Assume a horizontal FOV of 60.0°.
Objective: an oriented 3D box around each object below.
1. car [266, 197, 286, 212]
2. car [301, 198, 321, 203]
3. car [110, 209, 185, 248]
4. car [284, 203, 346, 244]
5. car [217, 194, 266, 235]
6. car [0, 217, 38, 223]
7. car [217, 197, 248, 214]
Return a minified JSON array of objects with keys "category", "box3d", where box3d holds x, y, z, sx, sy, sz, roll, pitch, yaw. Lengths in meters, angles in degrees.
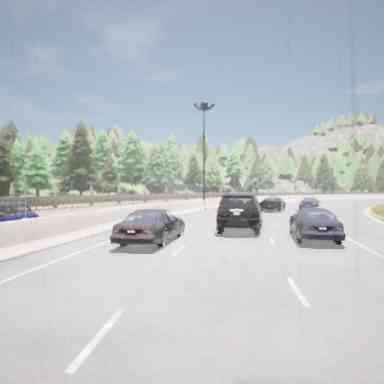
[{"category":"car","box3d":[8.761,1.260,35.378,1.882,1.535,5.008,0,0,25]},{"category":"car","box3d":[12.539,1.310,35.216,1.812,1.442,4.674,0,0,25]},{"category":"car","box3d":[-1.700,1.457,14.387,2.033,1.411,5.357,0,0,11]},{"category":"car","box3d":[5.606,1.453,15.330,2.033,1.411,5.357,0,0,12]},{"category":"car","box3d":[2.743,1.108,18.329,2.150,2.045,5.566,0,0,14]},{"category":"car","box3d":[-8.871,1.259,14.640,2.097,1.767,4.553,0,0,11]},{"category":"car","box3d":[4.206,1.296,33.705,1.837,1.490,4.892,0,0,22]}]
